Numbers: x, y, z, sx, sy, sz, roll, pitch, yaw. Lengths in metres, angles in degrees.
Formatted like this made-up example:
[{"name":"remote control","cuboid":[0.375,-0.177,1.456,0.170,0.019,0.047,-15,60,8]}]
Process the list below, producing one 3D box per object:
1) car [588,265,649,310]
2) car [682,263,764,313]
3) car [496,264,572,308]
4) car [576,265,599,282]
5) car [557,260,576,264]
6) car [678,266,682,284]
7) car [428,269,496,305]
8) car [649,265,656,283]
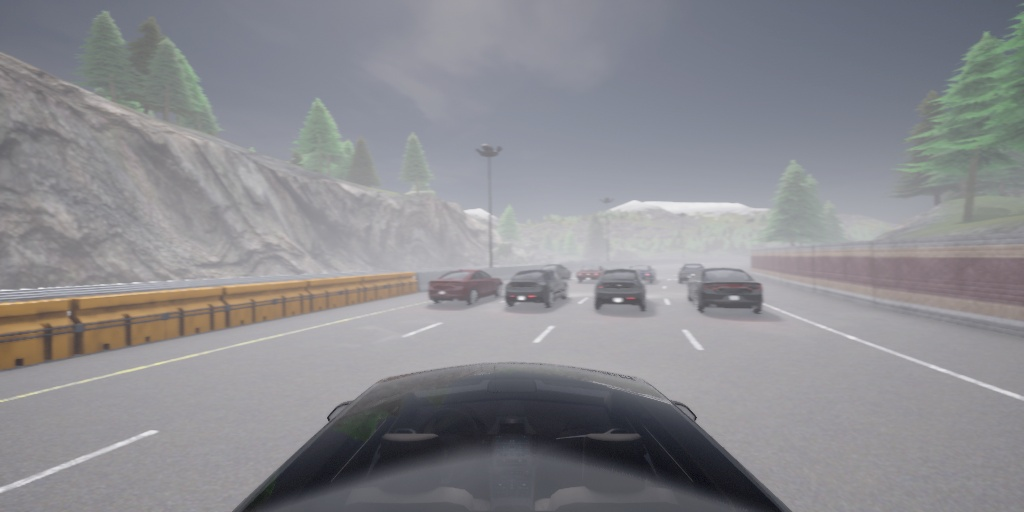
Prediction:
[{"name":"car","cuboid":[4.486,1.250,14.606,1.837,1.490,4.892,-1,0,20]},{"name":"car","cuboid":[7.841,1.151,13.575,1.882,1.535,5.008,-1,0,21]},{"name":"car","cuboid":[1.194,1.319,15.792,1.837,1.490,4.892,-1,0,20]},{"name":"car","cuboid":[6.624,1.386,28.611,1.895,1.301,4.718,-1,0,26]},{"name":"car","cuboid":[3.595,1.379,30.368,1.812,1.442,4.674,-1,0,26]},{"name":"car","cuboid":[13.016,1.213,25.738,1.994,1.385,4.181,-1,0,26]},{"name":"car","cuboid":[-2.026,1.357,17.160,1.882,1.535,5.008,-1,0,21]},{"name":"car","cuboid":[9.776,1.318,27.091,1.895,1.301,4.718,-1,0,26]}]
